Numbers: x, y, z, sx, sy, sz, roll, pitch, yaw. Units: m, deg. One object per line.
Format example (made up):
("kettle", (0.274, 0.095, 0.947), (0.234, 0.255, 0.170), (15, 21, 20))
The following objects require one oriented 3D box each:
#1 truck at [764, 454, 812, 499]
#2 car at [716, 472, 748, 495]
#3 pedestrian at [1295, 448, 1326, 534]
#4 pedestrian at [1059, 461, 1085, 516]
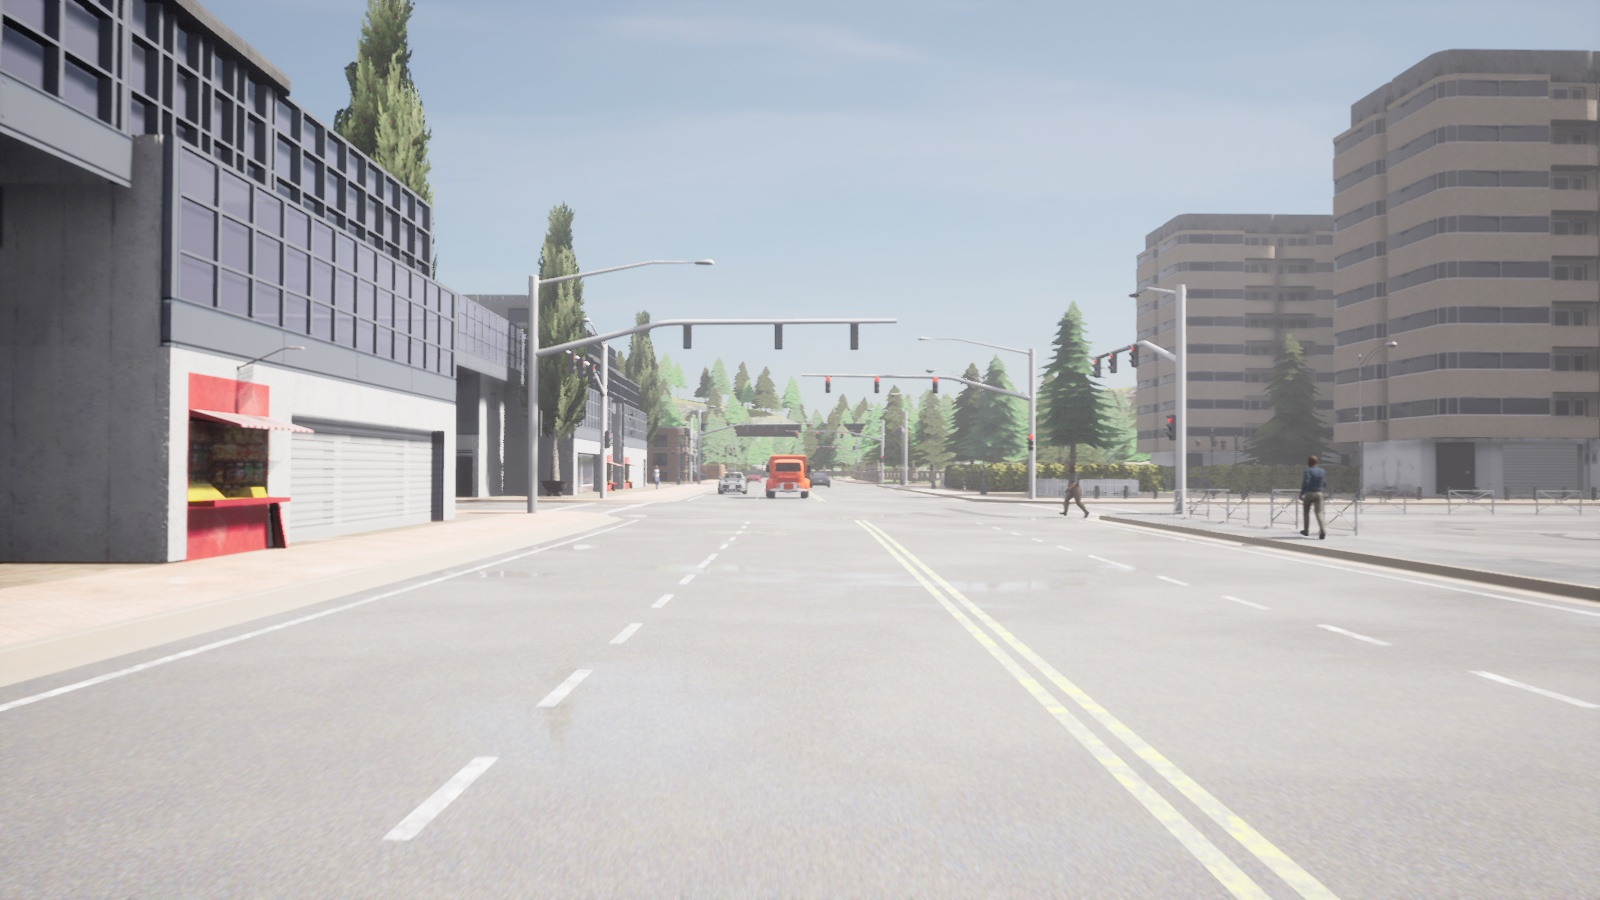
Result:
("truck", (-0.716, 1.546, 71.993), (2.627, 2.467, 5.204), (0, -2, -1))
("car", (-4.430, 2.184, 82.809), (1.970, 1.475, 3.806), (0, -1, -1))
("pedestrian", (11.020, 0.882, 27.113), (0.370, 1.835, 0.726), (0, -1, 1))
("pedestrian", (9.205, 1.283, 42.516), (0.694, 1.848, 0.540), (0, -1, -8))
